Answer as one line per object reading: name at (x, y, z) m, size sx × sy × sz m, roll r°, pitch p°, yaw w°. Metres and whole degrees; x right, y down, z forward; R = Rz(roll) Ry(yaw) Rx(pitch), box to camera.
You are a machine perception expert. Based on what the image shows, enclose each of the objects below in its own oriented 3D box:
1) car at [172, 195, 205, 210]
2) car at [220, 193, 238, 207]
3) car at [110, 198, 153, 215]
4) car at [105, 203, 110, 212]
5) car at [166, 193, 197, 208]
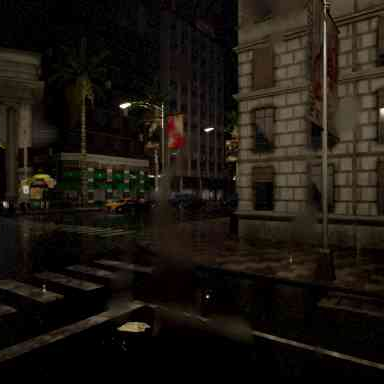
car at (-0.062, 1.526, 42.496) m, size 1.812 × 1.442 × 4.674 m, roll 0°, pitch 0°, yaw 37°
car at (6.719, 1.221, 50.744) m, size 5.566 × 2.045 × 2.150 m, roll 0°, pitch 0°, yaw -45°
car at (-5.964, 1.564, 34.465) m, size 1.994 × 1.385 × 4.181 m, roll 0°, pitch 0°, yaw 36°
car at (-7.647, 1.478, 38.093) m, size 1.882 × 1.535 × 5.008 m, roll 0°, pitch 0°, yaw 37°
car at (-1.280, 1.222, 46.726) m, size 2.150 × 2.045 × 5.566 m, roll 0°, pitch 0°, yaw 38°
